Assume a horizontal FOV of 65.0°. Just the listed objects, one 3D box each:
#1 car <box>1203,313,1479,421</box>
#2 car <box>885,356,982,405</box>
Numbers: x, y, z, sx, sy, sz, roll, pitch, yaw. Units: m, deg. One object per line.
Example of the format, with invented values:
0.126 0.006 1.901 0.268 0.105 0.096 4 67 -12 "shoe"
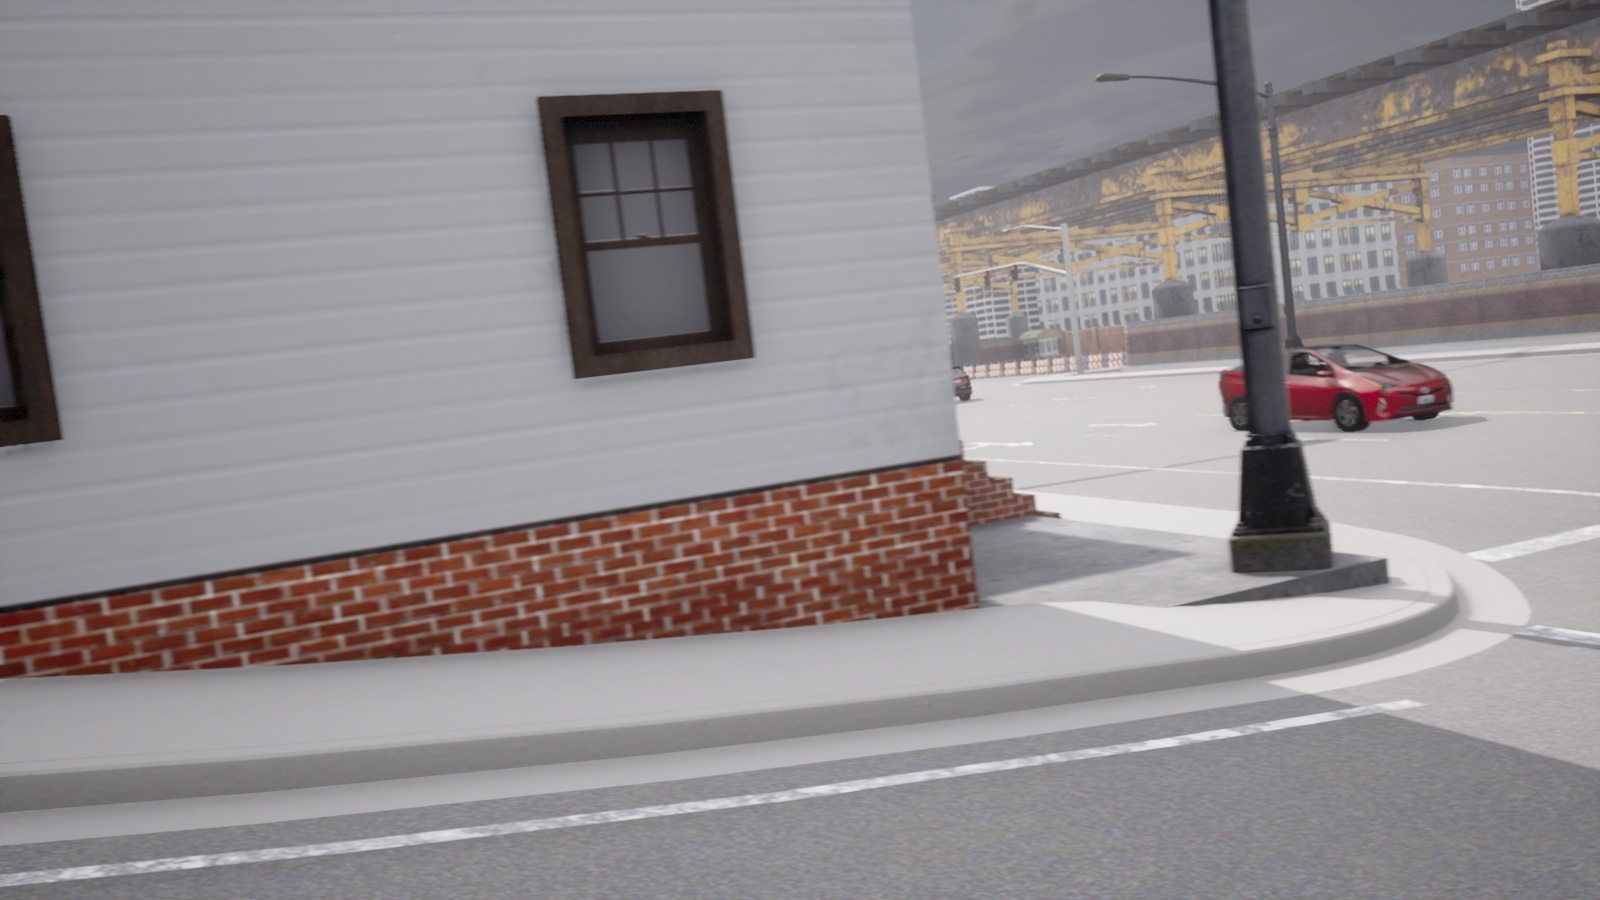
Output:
9.868 -1.464 23.340 2.007 1.525 4.514 -10 4 -20 "car"
5.709 -2.970 54.404 2.033 1.649 4.856 -10 4 -20 "car"
